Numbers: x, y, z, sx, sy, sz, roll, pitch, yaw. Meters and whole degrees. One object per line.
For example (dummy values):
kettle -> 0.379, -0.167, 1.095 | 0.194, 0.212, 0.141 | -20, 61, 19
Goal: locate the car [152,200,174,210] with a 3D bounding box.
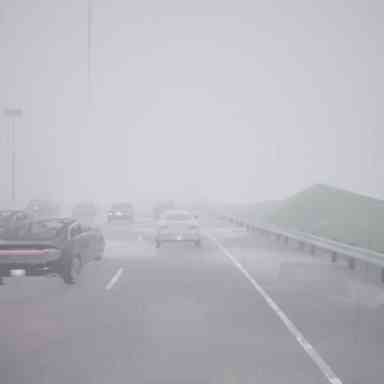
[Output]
car -> -2.601, 1.475, 30.555 | 2.128, 1.511, 4.902 | 0, 0, -9

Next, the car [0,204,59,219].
car -> -7.605, 1.496, 13.972 | 2.128, 1.511, 4.902 | 0, 0, -4

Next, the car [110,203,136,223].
car -> -5.346, 1.540, 25.365 | 2.033, 1.411, 5.357 | 0, 0, -8

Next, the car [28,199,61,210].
car -> -13.026, 1.356, 29.240 | 2.097, 1.767, 4.553 | 0, 0, -9

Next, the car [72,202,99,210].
car -> -9.673, 1.561, 30.428 | 1.994, 1.385, 4.181 | 0, 0, -9

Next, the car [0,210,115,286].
car -> -3.791, 1.492, 9.445 | 2.128, 1.511, 4.902 | 0, 0, -3

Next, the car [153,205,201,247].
car -> -0.673, 1.517, 15.006 | 1.812, 1.442, 4.674 | 0, 0, -4
